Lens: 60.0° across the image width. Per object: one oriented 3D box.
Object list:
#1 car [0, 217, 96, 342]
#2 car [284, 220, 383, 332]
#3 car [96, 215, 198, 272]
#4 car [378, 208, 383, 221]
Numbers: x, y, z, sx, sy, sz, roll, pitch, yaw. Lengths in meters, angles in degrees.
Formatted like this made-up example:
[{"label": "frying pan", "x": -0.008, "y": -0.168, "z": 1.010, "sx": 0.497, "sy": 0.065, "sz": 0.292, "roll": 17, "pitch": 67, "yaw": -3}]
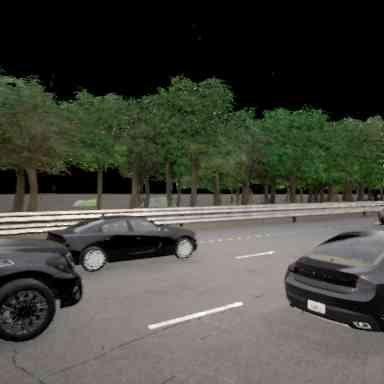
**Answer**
[{"label": "car", "x": -4.536, "y": 1.220, "z": 4.811, "sx": 5.566, "sy": 2.045, "sz": 2.150, "roll": 0, "pitch": 0, "yaw": -36}, {"label": "car", "x": 3.879, "y": 1.514, "z": 6.510, "sx": 4.892, "sy": 1.490, "sz": 1.837, "roll": 0, "pitch": 0, "yaw": -35}, {"label": "car", "x": -2.090, "y": 1.483, "z": 10.852, "sx": 5.008, "sy": 1.535, "sz": 1.882, "roll": 0, "pitch": 0, "yaw": -35}, {"label": "car", "x": 14.629, "y": 1.518, "z": 22.744, "sx": 4.902, "sy": 1.511, "sz": 2.128, "roll": 0, "pitch": 0, "yaw": -35}]
